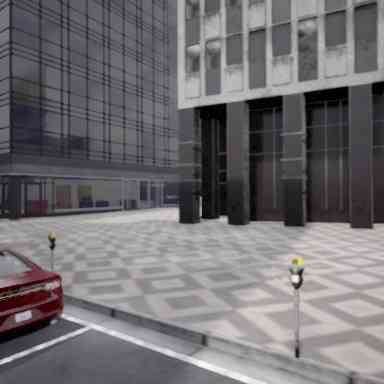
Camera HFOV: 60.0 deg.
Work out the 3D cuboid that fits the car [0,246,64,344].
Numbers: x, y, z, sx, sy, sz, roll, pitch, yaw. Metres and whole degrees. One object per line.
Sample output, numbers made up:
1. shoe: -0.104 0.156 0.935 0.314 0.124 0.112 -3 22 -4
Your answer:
1. car: -4.156 1.616 5.921 4.507 1.381 1.887 -1 0 35
